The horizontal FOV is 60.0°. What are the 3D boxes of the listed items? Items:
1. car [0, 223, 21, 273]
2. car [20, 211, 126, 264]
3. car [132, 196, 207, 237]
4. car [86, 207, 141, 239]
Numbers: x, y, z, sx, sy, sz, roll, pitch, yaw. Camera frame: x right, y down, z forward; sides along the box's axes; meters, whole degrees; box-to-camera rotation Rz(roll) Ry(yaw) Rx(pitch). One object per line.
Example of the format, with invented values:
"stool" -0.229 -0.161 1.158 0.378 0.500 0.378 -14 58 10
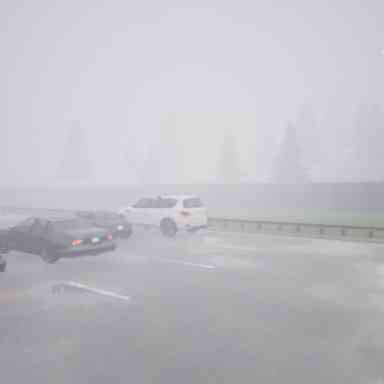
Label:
"car" -7.024 1.533 8.928 5.357 1.411 2.033 0 0 36
"car" -5.029 1.533 11.805 5.357 1.411 2.033 0 0 36
"car" -1.796 1.206 18.110 5.566 2.045 2.150 0 0 36
"car" -4.802 1.547 15.976 4.181 1.385 1.994 0 0 36
